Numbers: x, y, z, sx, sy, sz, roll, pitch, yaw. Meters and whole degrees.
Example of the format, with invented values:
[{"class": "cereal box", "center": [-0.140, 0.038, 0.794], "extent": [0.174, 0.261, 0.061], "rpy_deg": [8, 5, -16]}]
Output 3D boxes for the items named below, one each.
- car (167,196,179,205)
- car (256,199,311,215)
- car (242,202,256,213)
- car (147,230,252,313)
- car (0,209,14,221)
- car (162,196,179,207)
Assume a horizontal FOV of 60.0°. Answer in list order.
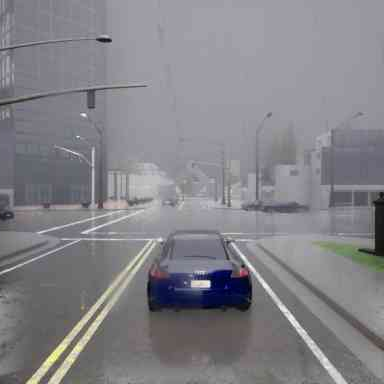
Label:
[{"class": "car", "center": [-3.515, 1.505, 61.651], "extent": [1.837, 1.490, 4.892], "rpy_deg": [0, 0, 1]}, {"class": "car", "center": [9.314, 1.599, 33.583], "extent": [4.718, 1.301, 1.895], "rpy_deg": [0, 0, 0]}, {"class": "car", "center": [7.902, 1.526, 37.068], "extent": [4.674, 1.442, 1.812], "rpy_deg": [0, 0, 0]}, {"class": "car", "center": [0.091, 1.564, 7.774], "extent": [1.994, 1.385, 4.181], "rpy_deg": [0, 0, -2]}, {"class": "car", "center": [-16.385, 1.672, 26.190], "extent": [4.181, 1.385, 1.994], "rpy_deg": [-1, 0, 0]}, {"class": "car", "center": [-3.565, 1.491, 51.251], "extent": [2.128, 1.511, 4.902], "rpy_deg": [0, 0, 0]}]
